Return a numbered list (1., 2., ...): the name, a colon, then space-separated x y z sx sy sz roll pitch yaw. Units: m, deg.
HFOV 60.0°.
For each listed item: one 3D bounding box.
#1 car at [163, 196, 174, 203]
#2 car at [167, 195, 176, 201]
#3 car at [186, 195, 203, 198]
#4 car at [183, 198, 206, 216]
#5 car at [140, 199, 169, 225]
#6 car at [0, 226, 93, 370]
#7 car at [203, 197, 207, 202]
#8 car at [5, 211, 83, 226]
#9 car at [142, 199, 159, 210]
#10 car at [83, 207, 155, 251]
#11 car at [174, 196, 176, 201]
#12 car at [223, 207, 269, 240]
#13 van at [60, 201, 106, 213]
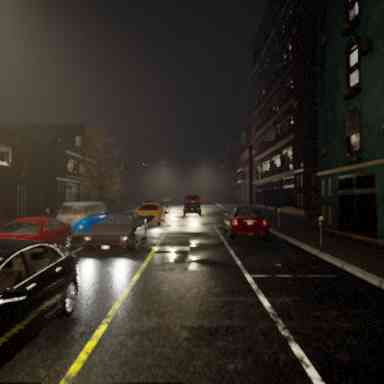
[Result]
1. car: -2.974 1.300 30.080 1.895 1.301 4.718 0 0 0
2. car: -5.596 1.722 91.343 1.967 1.590 4.097 1 0 0
3. car: 0.051 1.361 45.530 2.150 2.045 5.566 0 0 0
4. car: 0.030 1.648 33.712 2.033 1.411 5.357 0 0 0
5. car: -3.069 1.551 24.700 1.882 1.535 5.008 0 0 0
6. car: -3.090 1.519 4.653 1.837 1.490 4.892 0 0 0
7. car: 2.773 1.770 80.193 1.752 1.417 4.829 1 0 0
8. car: -5.666 1.580 11.729 1.887 1.381 4.507 1 0 0
9. car: -5.637 1.720 45.849 1.802 1.307 4.206 1 0 0
10. car: -3.075 1.591 14.530 2.033 1.411 5.357 0 0 0
11. car: -5.603 1.829 85.656 1.947 1.339 4.313 1 0 0
12. car: 2.721 1.492 17.470 1.967 1.590 4.097 1 0 0
13. van: -5.657 1.393 17.417 1.690 1.788 3.998 1 0 0
